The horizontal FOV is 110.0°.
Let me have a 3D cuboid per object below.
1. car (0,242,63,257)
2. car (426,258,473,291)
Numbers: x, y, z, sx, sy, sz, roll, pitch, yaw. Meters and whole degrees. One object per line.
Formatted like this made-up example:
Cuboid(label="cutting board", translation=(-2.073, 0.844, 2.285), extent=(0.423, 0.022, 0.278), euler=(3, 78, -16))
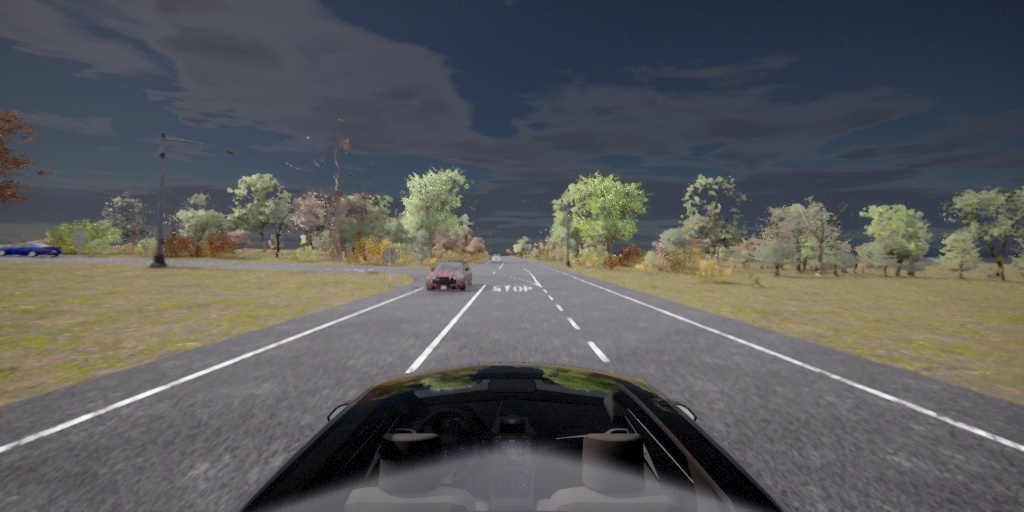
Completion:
Cuboid(label="car", translation=(-49.267, -0.668, 36.690), extent=(5.008, 1.535, 1.882), euler=(2, 0, 0))
Cuboid(label="car", translation=(-3.462, 1.022, 20.510), extent=(2.097, 1.767, 4.553), euler=(0, 0, 0))
